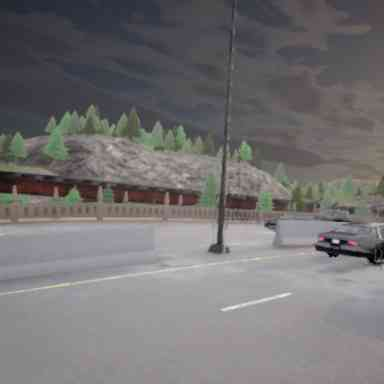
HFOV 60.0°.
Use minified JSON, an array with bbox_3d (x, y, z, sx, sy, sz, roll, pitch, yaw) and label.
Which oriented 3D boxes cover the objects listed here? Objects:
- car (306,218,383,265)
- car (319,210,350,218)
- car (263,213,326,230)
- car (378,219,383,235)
[{"bbox_3d":[7.070,1.906,13.088,5.357,1.411,2.033,4,-2,-35],"label":"car"},{"bbox_3d":[15.089,2.939,36.242,5.566,2.045,2.150,5,-3,-35],"label":"car"},{"bbox_3d":[8.197,2.493,27.036,5.357,1.411,2.033,5,-3,-35],"label":"car"},{"bbox_3d":[19.674,3.308,30.916,5.357,1.411,2.033,5,-3,-35],"label":"car"}]
